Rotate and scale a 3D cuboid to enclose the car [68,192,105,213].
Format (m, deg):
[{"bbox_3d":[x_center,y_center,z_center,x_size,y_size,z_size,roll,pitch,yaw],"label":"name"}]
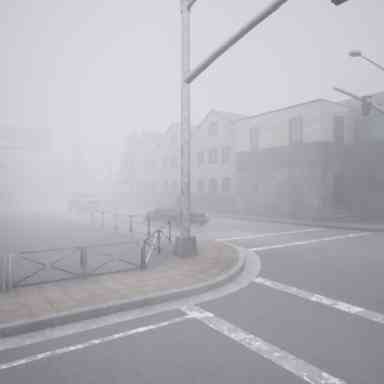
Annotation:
[{"bbox_3d":[-11.576,1.044,35.522,2.150,2.045,5.566,0,0,-35],"label":"car"}]

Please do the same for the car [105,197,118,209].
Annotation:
[{"bbox_3d":[-10.536,1.327,40.416,1.837,1.490,4.892,0,0,-35],"label":"car"}]

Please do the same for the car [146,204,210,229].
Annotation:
[{"bbox_3d":[-0.972,1.423,20.538,1.895,1.301,4.718,0,0,-35],"label":"car"}]
